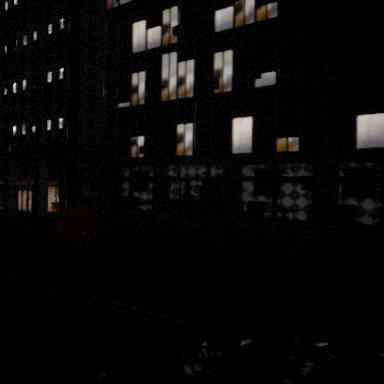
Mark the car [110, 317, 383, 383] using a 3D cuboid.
[{"bbox_3d":[1.283,1.548,1.957,4.403,1.369,2.008,0,1,35],"label":"car"}]

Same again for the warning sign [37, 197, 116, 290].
[{"bbox_3d":[-2.621,1.065,7.645,1.060,1.860,1.300,2,0,35],"label":"warning sign"}]
